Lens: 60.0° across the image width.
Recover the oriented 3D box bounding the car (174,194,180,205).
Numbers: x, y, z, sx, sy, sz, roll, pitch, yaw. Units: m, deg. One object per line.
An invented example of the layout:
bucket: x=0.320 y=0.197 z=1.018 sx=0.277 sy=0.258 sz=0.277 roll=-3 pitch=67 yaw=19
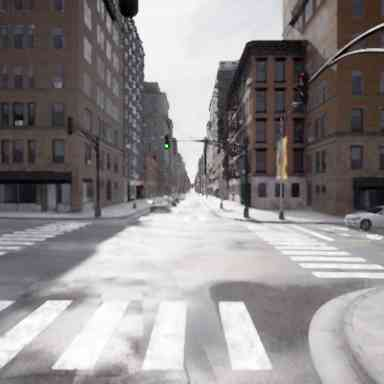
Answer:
car: x=-3.062 y=1.190 z=43.791 sx=1.994 sy=1.385 sz=4.181 roll=0 pitch=0 yaw=0

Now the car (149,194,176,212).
car: x=-3.097 y=1.260 z=33.755 sx=2.033 sy=1.411 sz=5.357 roll=0 pitch=1 yaw=0

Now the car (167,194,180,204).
car: x=-2.961 y=1.041 z=54.162 sx=1.837 sy=1.490 sz=4.892 roll=0 pitch=0 yaw=0

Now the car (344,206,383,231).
car: x=11.822 y=1.571 z=20.395 sx=4.674 sy=1.442 sz=1.812 roll=1 pitch=0 yaw=2
